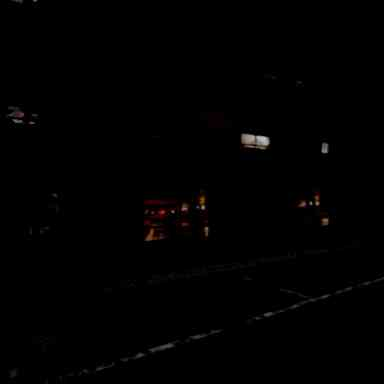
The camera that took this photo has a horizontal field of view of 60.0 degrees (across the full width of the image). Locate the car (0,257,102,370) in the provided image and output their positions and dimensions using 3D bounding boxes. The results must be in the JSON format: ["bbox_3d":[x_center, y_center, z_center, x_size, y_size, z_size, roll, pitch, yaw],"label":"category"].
[{"bbox_3d":[-3.431,1.545,4.113,4.507,1.381,1.887,0,0,-35],"label":"car"}]
